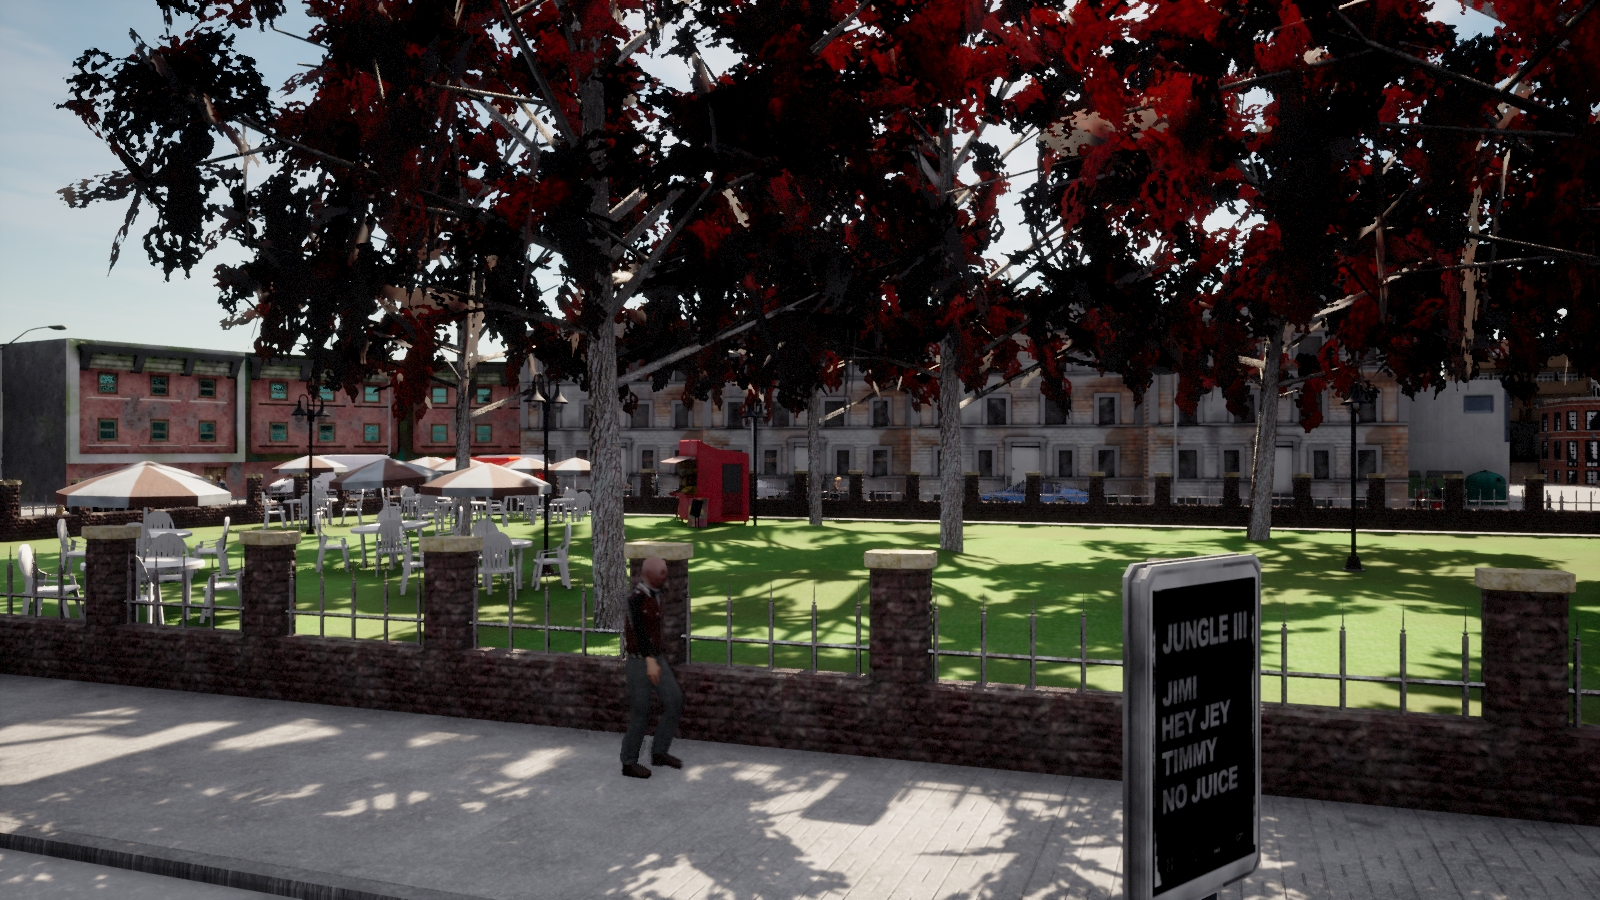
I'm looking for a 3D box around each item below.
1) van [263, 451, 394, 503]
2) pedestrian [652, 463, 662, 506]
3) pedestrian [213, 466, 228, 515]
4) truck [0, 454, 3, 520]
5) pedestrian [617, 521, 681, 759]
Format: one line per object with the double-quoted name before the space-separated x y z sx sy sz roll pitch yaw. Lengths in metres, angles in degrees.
"van" -24.122 1.317 58.602 5.915 2.561 1.988 0 0 -37
"pedestrian" -6.264 1.526 50.209 0.375 1.860 0.375 0 0 4
"pedestrian" -22.040 1.524 43.466 0.375 1.860 0.375 0 0 16
"truck" -31.895 1.354 40.687 2.627 2.467 5.204 0 0 20
"pedestrian" -1.226 1.523 9.309 0.375 1.860 0.375 0 0 23
